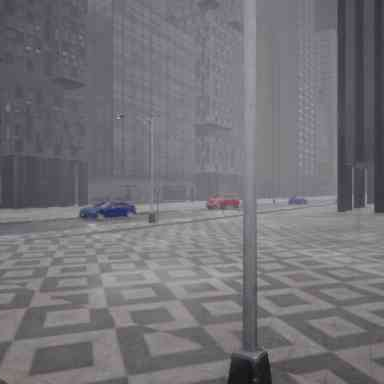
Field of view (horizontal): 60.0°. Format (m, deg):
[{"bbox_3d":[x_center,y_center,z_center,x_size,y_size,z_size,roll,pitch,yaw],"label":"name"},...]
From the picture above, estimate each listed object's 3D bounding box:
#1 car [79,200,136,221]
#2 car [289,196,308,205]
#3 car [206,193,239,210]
[{"bbox_3d":[-6.798,1.449,27.138,1.882,1.535,5.008,0,0,36],"label":"car"},{"bbox_3d":[17.618,1.401,55.102,1.882,1.535,5.008,0,0,36],"label":"car"},{"bbox_3d":[3.924,1.166,41.775,2.150,2.045,5.566,0,1,36],"label":"car"}]
